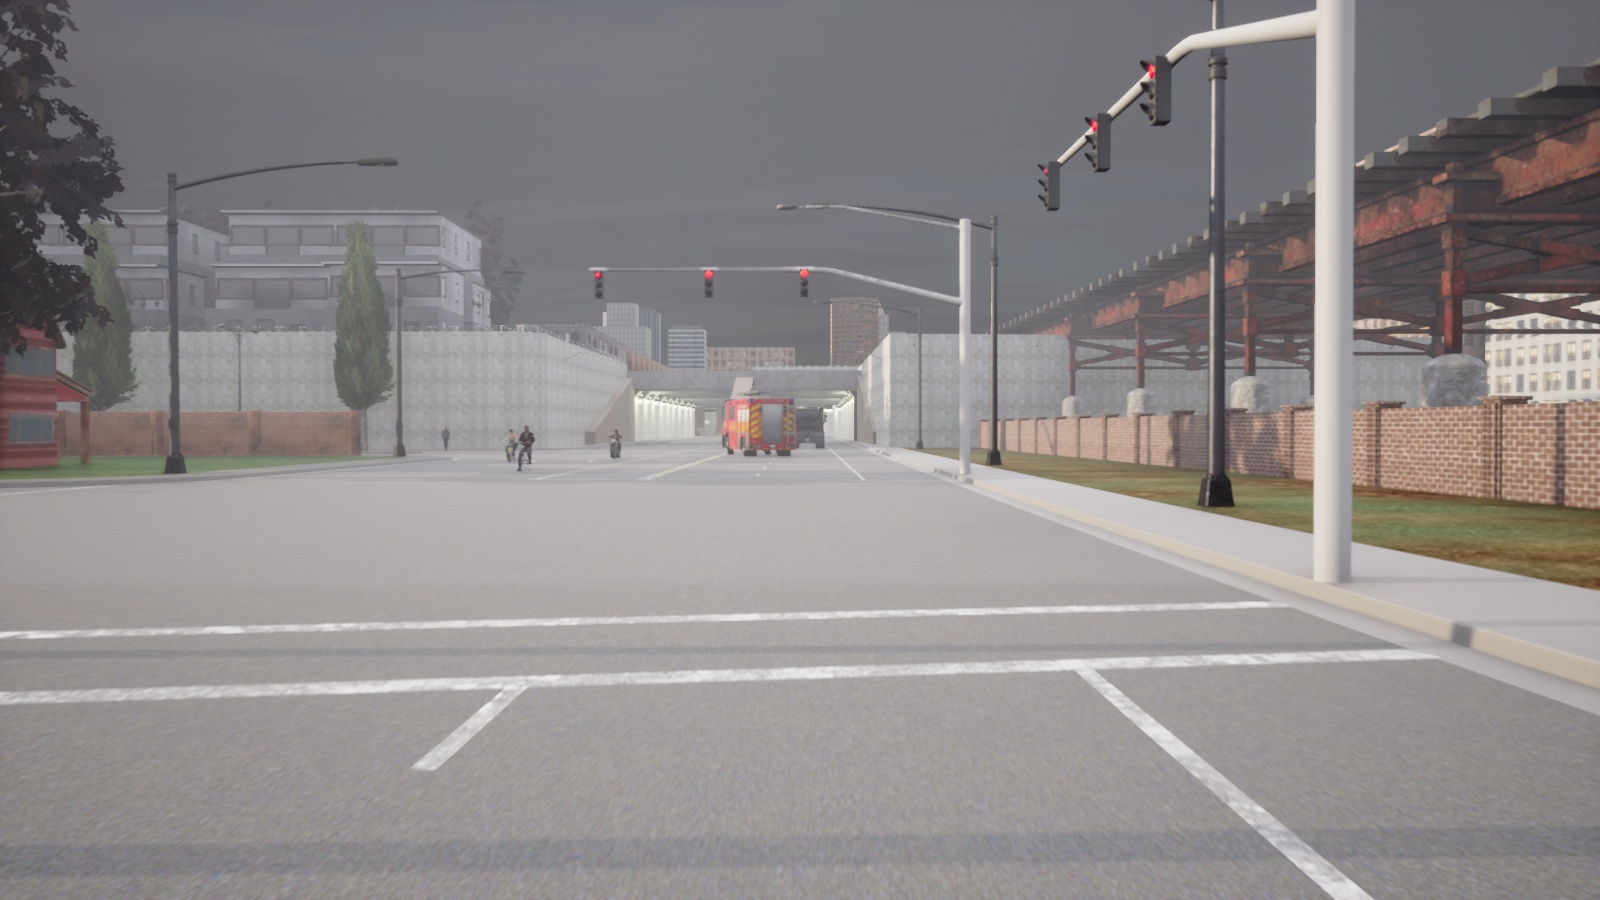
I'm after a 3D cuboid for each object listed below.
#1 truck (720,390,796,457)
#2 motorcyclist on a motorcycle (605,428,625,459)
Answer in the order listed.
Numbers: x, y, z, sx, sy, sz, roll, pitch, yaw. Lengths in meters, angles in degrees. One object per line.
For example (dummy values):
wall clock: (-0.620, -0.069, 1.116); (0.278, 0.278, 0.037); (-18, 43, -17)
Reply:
truck: (-2.638, -1.585, 75.925); (2.891, 3.827, 8.468); (0, 1, -14)
motorcyclist on a motorcycle: (-10.078, -0.344, 68.440); (0.766, 1.649, 2.350); (0, 1, 0)
